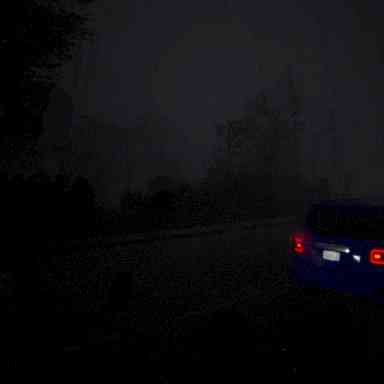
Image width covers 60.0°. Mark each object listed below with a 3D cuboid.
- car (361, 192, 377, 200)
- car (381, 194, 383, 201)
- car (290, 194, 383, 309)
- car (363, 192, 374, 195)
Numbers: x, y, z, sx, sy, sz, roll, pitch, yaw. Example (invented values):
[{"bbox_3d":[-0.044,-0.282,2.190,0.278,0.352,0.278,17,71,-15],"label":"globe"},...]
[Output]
[{"bbox_3d":[35.296,0.689,66.409,1.837,1.490,4.892,0,0,17],"label":"car"},{"bbox_3d":[38.560,1.103,65.110,1.895,1.301,4.718,0,0,17],"label":"car"},{"bbox_3d":[4.482,1.179,7.481,5.566,2.045,2.150,0,0,-40],"label":"car"},{"bbox_3d":[16.480,1.168,30.327,2.097,1.767,4.553,0,0,37],"label":"car"}]
